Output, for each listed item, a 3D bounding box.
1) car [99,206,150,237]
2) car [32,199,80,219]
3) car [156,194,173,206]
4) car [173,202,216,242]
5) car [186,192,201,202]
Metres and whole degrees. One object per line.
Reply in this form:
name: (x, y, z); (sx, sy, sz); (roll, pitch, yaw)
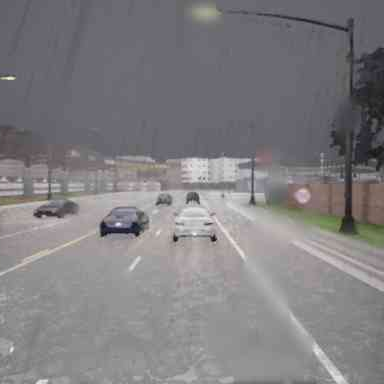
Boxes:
car: (-3.390, 1.436, 17.367); (1.994, 1.385, 4.181); (0, 1, 0)
car: (-10.515, 1.268, 26.325); (2.033, 1.411, 5.357); (0, 1, 1)
car: (-3.376, 0.919, 41.177); (2.033, 1.411, 5.357); (0, 1, 0)
car: (0.109, 1.420, 15.737); (1.812, 1.442, 4.674); (0, 1, 0)
car: (0.172, 0.759, 46.047); (1.837, 1.490, 4.892); (0, 2, 1)
